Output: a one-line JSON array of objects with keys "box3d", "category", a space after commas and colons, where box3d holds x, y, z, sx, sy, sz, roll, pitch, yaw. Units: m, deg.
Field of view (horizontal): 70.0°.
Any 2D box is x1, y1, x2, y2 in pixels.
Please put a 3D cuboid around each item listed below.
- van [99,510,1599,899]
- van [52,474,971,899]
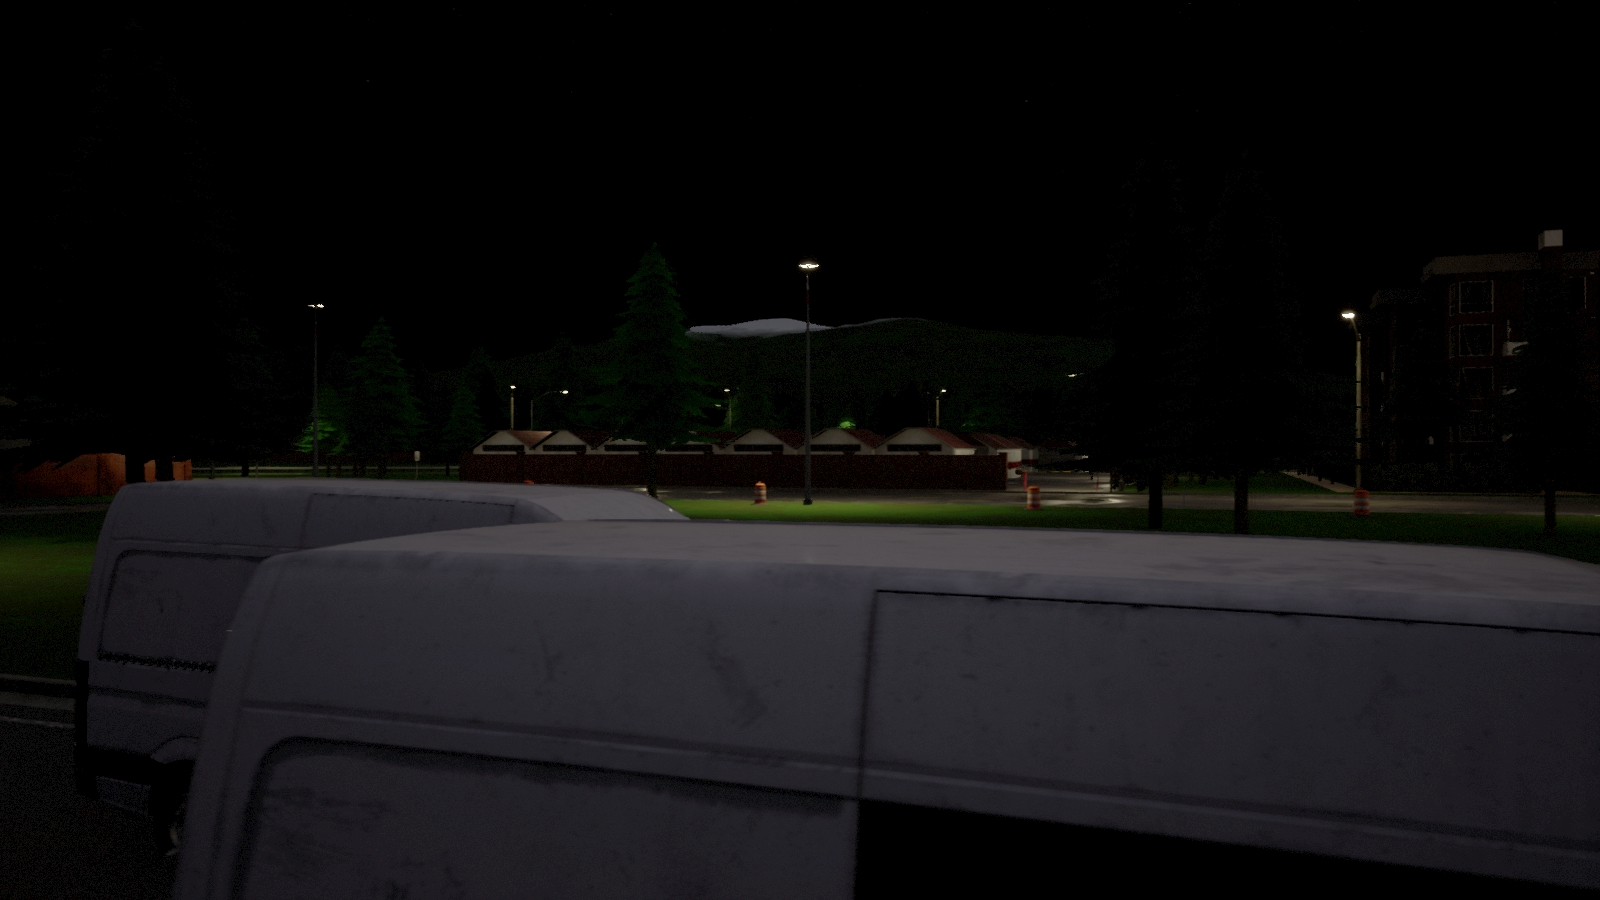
[{"box3d": [1.346, 1.534, 2.814, 5.915, 2.561, 1.988, 0, 0, 20], "category": "van"}, {"box3d": [-1.989, 1.529, 7.751, 5.915, 2.561, 1.988, 1, 0, 20], "category": "van"}]
